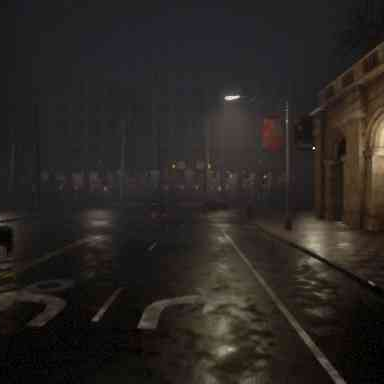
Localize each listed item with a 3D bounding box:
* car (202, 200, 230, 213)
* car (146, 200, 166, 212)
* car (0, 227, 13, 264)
[{"bbox_3d":[3.018,1.691,40.521,2.128,1.511,4.902,0,-1,32],"label":"car"},{"bbox_3d":[-4.567,1.693,41.492,2.128,1.511,4.902,0,-1,-17],"label":"car"},{"bbox_3d":[-7.004,1.521,9.188,1.882,1.535,5.008,0,-1,1],"label":"car"}]
